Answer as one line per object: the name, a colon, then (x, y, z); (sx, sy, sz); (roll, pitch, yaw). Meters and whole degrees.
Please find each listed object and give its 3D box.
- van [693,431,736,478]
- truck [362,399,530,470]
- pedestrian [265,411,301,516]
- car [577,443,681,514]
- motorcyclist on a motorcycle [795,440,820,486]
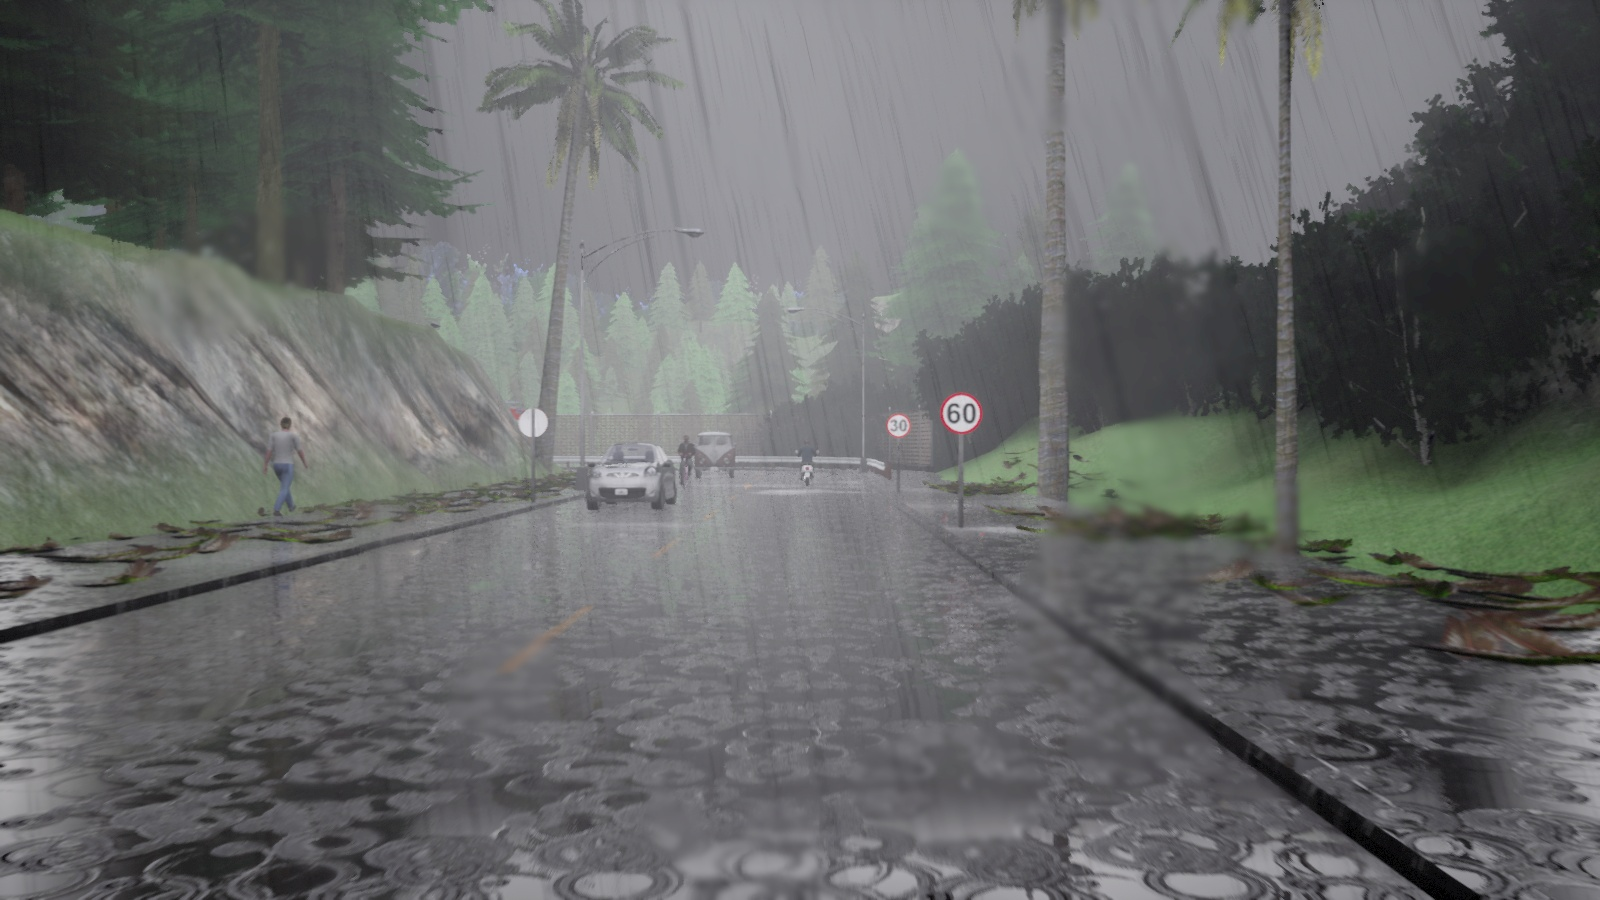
van: (-3.704, 0.187, 54.827); (1.775, 1.987, 4.442); (0, 0, -3)
truck: (-19.456, -0.825, 69.380); (8.468, 3.827, 2.891); (0, 0, -1)
pedestrian: (-9.167, 0.230, 22.275); (0.354, 1.836, 0.706); (0, 0, 1)
car: (-3.827, 0.596, 28.654); (1.845, 1.501, 3.633); (0, 0, 0)
motorcyclist on a motorcycle: (0.257, 0.450, 44.425); (0.866, 1.590, 1.817); (0, 0, 0)
